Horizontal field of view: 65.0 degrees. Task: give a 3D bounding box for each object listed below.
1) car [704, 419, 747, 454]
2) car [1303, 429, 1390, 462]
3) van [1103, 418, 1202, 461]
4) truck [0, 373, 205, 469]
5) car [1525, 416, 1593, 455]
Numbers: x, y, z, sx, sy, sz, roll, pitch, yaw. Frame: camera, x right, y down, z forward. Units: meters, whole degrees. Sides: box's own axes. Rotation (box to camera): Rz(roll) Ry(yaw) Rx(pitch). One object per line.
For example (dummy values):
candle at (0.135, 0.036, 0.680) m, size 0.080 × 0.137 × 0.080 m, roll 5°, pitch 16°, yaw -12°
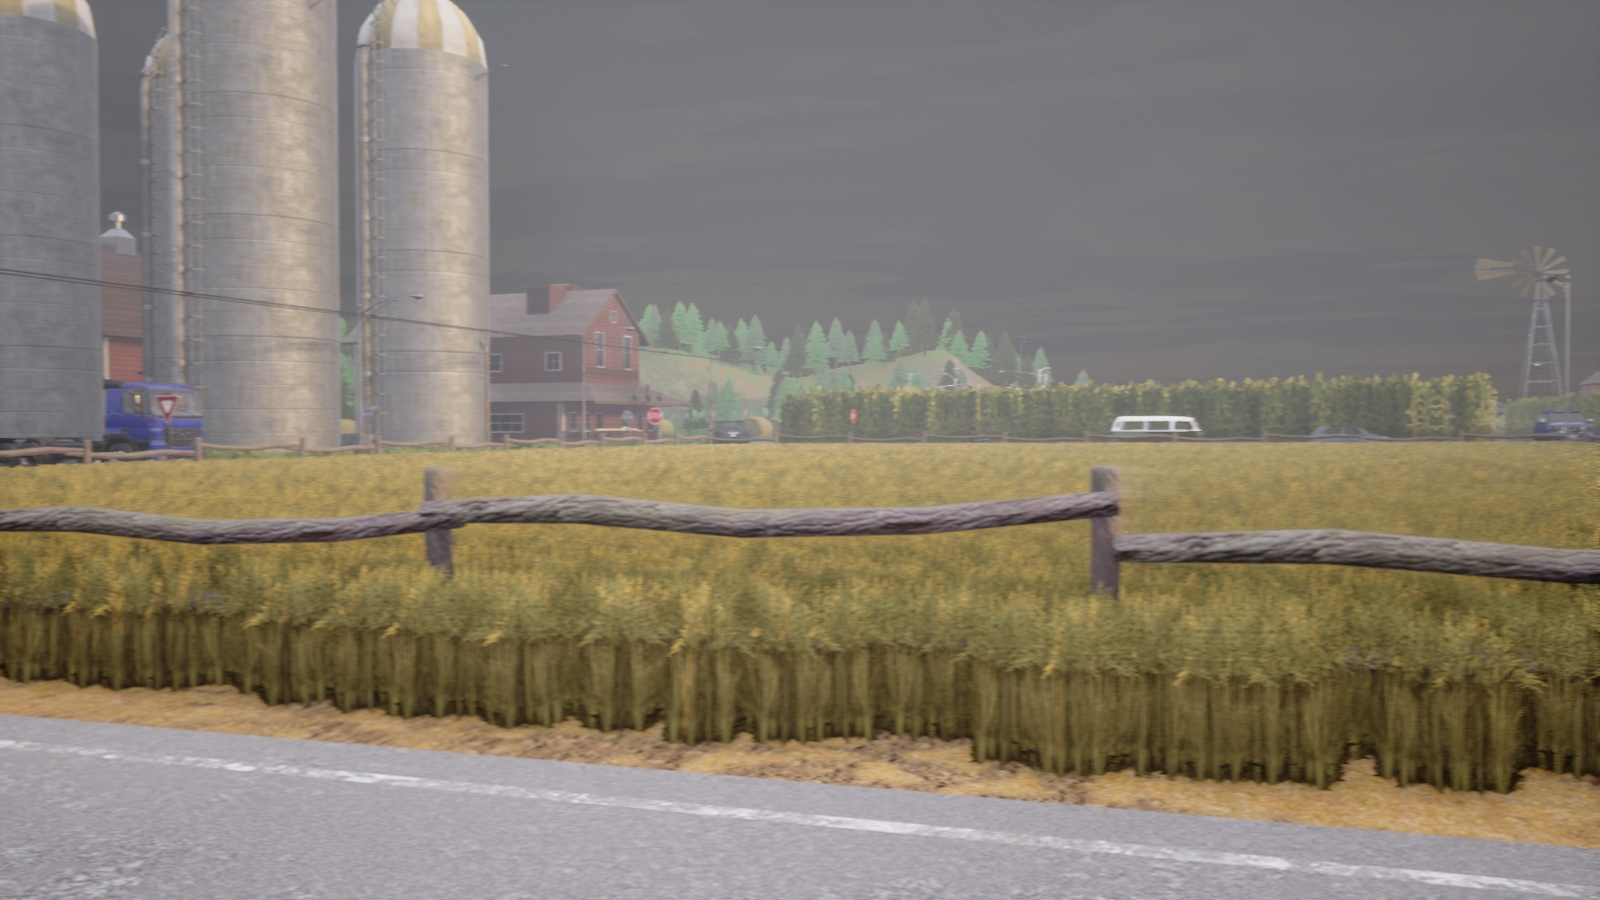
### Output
car at (-4.633, -0.864, 77.280) m, size 2.150 × 2.045 × 5.566 m, roll 0°, pitch 1°, yaw -8°
car at (25.383, -0.213, 58.490) m, size 3.633 × 1.501 × 1.845 m, roll 0°, pitch 1°, yaw 21°
van at (17.270, -0.532, 61.556) m, size 4.480 × 2.038 × 2.069 m, roll 0°, pitch 1°, yaw 21°
truck at (-27.042, -1.098, 47.645) m, size 7.936 × 3.462 × 2.891 m, roll 0°, pitch 1°, yaw 11°
car at (40.987, -0.815, 67.976) m, size 2.150 × 2.045 × 5.566 m, roll 1°, pitch 1°, yaw 21°
